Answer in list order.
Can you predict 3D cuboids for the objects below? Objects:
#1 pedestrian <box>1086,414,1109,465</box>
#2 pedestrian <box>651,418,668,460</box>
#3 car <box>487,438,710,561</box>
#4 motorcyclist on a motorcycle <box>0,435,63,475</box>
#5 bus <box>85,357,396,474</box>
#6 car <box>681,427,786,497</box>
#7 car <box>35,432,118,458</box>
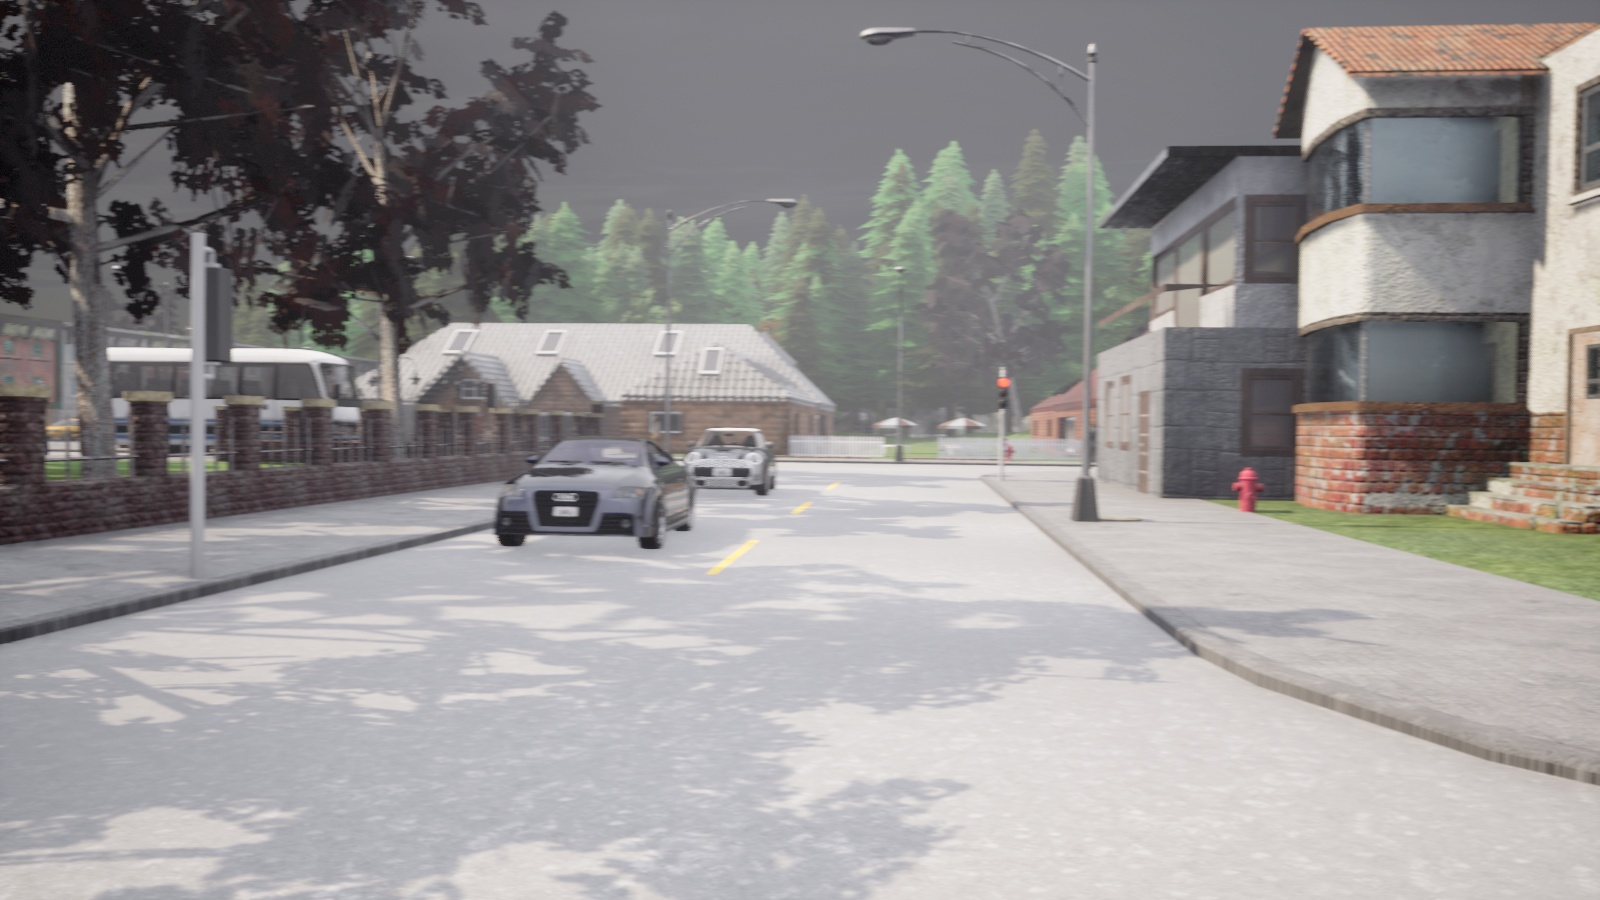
[{"bbox_3d":[10.933,-0.399,46.206,0.540,1.848,0.694,-1,1,-19],"label":"pedestrian"},{"bbox_3d":[-6.278,-0.507,56.200,0.694,1.848,0.540,-1,1,1],"label":"pedestrian"},{"bbox_3d":[-2.517,0.564,16.776,1.994,1.385,4.181,0,1,4],"label":"car"},{"bbox_3d":[-30.343,0.179,49.409,2.191,1.530,0.866,0,1,3],"label":"motorcyclist on a motorcycle"},{"bbox_3d":[-21.419,-1.301,48.524,10.273,4.253,3.944,0,1,4],"label":"bus"},{"bbox_3d":[-1.439,0.228,28.702,1.970,1.475,3.806,0,1,3],"label":"car"},{"bbox_3d":[-46.011,-0.352,80.012,1.801,1.575,5.366,0,1,5],"label":"car"}]
